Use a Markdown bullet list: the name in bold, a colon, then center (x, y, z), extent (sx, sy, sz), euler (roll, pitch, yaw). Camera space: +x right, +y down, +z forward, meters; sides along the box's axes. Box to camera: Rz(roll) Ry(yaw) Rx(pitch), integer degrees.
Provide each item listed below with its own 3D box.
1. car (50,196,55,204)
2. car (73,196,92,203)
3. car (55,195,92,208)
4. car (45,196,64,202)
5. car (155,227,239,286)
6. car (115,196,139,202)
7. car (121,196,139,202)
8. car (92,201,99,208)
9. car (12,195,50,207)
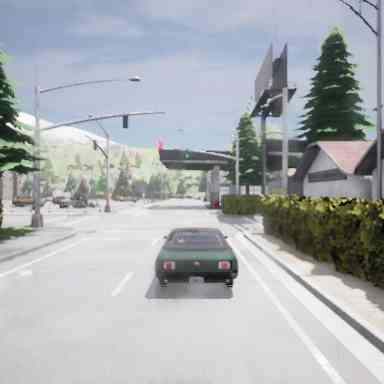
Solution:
- **car**: center (-23.923, 1.645, 62.696), extent (4.514, 1.523, 2.007), euler (0, 0, 0)
- **car**: center (-23.924, 1.722, 72.689), extent (3.633, 1.501, 1.845), euler (0, 0, 0)
- **car**: center (-16.699, 1.337, 46.985), extent (3.866, 1.878, 1.905), euler (0, 0, 0)
- **car**: center (-34.967, 1.853, 84.634), extent (3.806, 1.475, 1.970), euler (0, 0, 0)
- **car**: center (0.111, 1.655, 9.525), extent (1.895, 1.301, 4.718), euler (0, 0, 0)
- **car**: center (-16.301, 1.799, 84.567), extent (5.027, 1.636, 2.152), euler (0, 0, 0)
- **car**: center (-16.367, 1.826, 87.704), extent (4.514, 1.523, 2.007), euler (0, 0, 0)
- **car**: center (-16.102, 1.640, 50.311), extent (3.806, 1.475, 1.970), euler (0, 0, 0)
- **car**: center (-24.581, 1.376, 50.238), extent (4.605, 1.855, 1.932), euler (0, 0, 0)
